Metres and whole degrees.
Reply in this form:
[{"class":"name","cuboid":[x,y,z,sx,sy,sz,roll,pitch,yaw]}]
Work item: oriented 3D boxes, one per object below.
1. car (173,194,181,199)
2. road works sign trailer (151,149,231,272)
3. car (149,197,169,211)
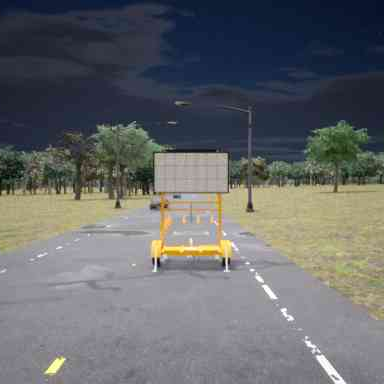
[{"class":"car","cuboid":[-3.706,0.981,81.153,2.033,1.411,5.357,0,1,0]},{"class":"road works sign trailer","cuboid":[-0.026,0.445,10.692,2.380,3.560,2.880,0,0,0]},{"class":"car","cuboid":[-3.695,1.319,37.875,1.882,1.535,5.008,0,0,0]}]
